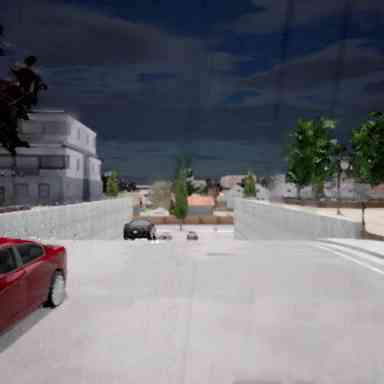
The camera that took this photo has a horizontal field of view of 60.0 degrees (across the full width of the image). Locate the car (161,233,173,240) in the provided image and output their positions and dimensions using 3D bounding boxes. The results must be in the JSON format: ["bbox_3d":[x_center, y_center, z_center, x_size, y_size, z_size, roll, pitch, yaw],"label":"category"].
[{"bbox_3d":[-3.609,6.353,45.762,1.994,1.385,4.181,0,-9,0],"label":"car"}]

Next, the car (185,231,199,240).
[{"bbox_3d":[0.069,7.379,53.114,1.882,1.535,5.008,0,-7,0],"label":"car"}]

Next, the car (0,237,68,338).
[{"bbox_3d":[-3.605,1.517,5.200,1.882,1.535,5.008,0,0,0],"label":"car"}]

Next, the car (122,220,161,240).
[{"bbox_3d":[-3.607,2.688,23.641,1.882,1.535,5.008,0,-10,0],"label":"car"}]
